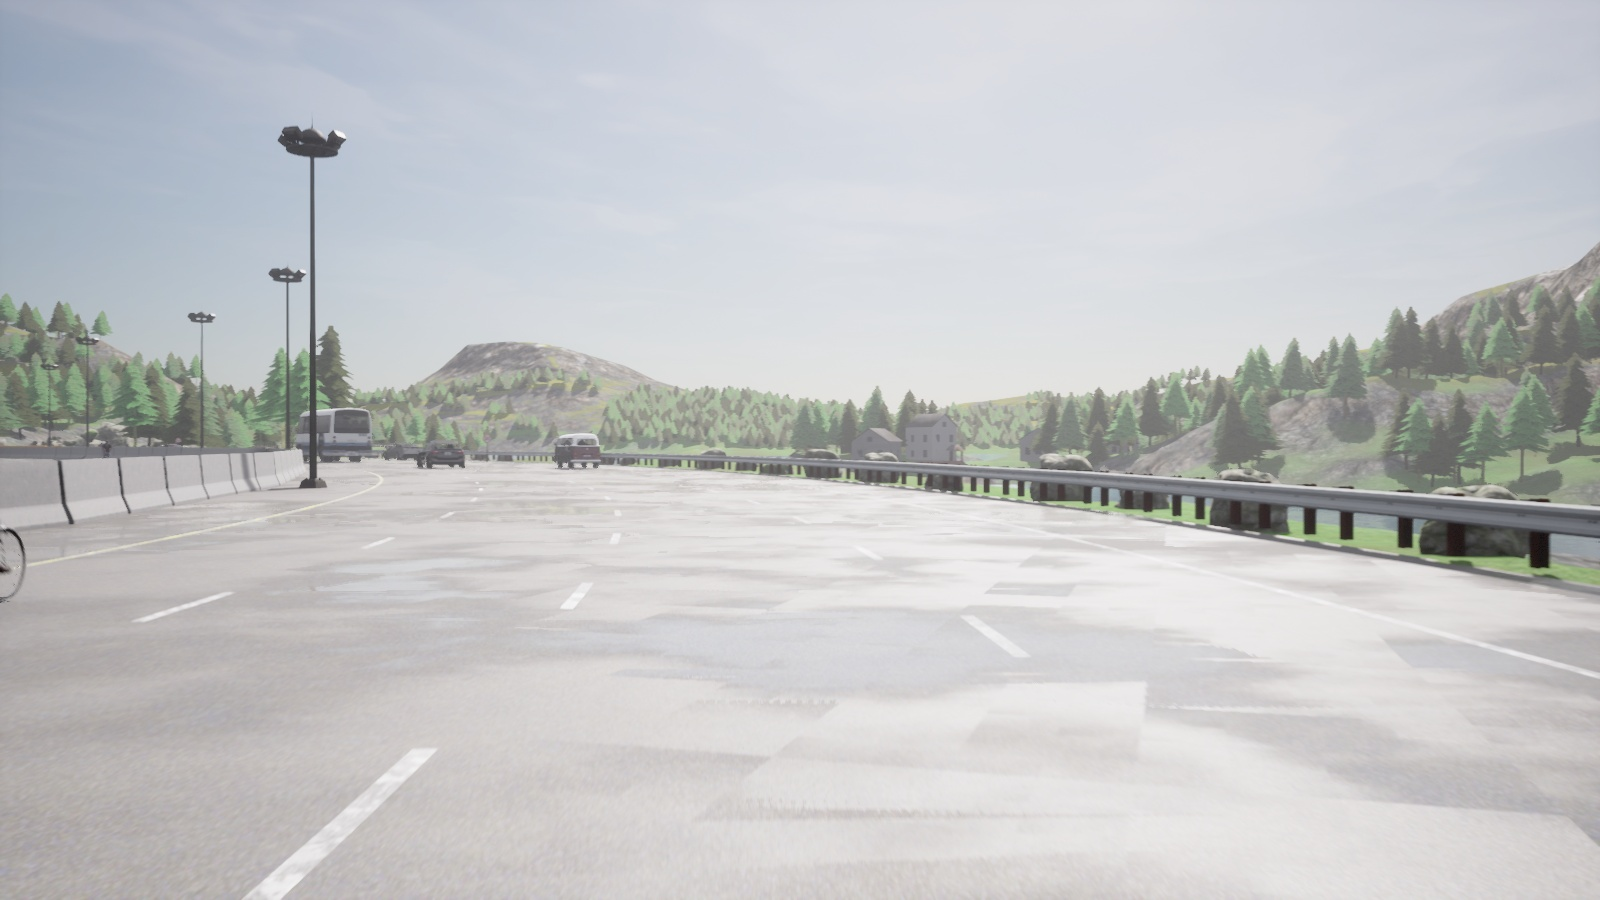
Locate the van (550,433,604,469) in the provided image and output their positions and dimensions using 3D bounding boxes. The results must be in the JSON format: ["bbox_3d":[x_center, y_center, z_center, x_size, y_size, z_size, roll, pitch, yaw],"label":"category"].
[{"bbox_3d":[-13.296,0.042,74.720,2.069,2.038,4.480,0,0,-25],"label":"van"}]

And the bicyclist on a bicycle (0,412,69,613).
[{"bbox_3d":[-7.400,0.550,11.297,0.659,1.776,1.843,0,1,-4],"label":"bicyclist on a bicycle"}]

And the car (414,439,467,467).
[{"bbox_3d":[-21.896,0.149,76.391,2.242,1.667,4.611,0,0,-27],"label":"car"}]
